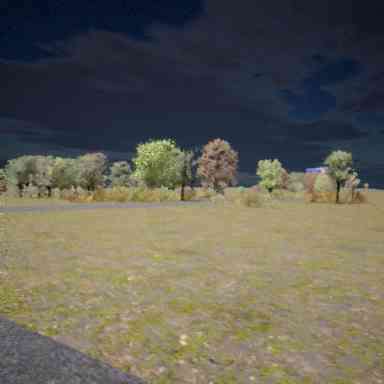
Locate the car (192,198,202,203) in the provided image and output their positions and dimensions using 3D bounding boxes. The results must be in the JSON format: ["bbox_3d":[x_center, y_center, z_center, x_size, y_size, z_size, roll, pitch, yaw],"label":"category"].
[{"bbox_3d":[1.756,2.421,95.307,1.994,1.385,4.181,1,0,36],"label":"car"}]
